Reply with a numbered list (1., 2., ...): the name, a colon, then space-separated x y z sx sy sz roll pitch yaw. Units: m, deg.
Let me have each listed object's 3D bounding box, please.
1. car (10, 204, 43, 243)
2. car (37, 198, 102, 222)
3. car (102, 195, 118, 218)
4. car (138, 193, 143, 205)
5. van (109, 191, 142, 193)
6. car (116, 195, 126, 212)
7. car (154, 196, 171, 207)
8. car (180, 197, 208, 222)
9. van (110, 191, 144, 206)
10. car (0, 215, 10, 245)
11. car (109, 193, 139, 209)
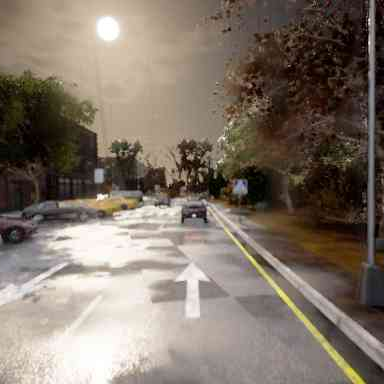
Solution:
1. car: -9.148 1.436 14.199 4.674 1.452 2.002 -1 0 -20
2. car: -9.113 1.348 23.200 4.892 1.521 2.231 -1 0 -20
3. car: -8.921 1.326 26.264 5.366 1.575 1.946 -1 0 -20
4. car: -9.099 1.212 41.219 5.008 1.535 2.097 -1 1 -20
5. van: -9.217 0.933 44.162 4.442 1.987 1.878 -1 1 -20
6. car: -8.914 1.310 29.265 5.366 1.575 1.946 -1 0 -20
7. car: -3.831 1.242 43.867 1.994 1.385 4.181 0 1 0
8. car: 0.154 1.357 24.758 1.837 1.490 4.892 0 -1 0
9. van: -9.231 0.878 47.162 4.442 1.987 1.878 -1 1 -20
10. car: -9.135 1.442 11.208 4.792 1.488 2.163 -1 0 -20
11. car: -9.254 1.259 38.151 5.366 1.575 1.946 -1 1 -20
